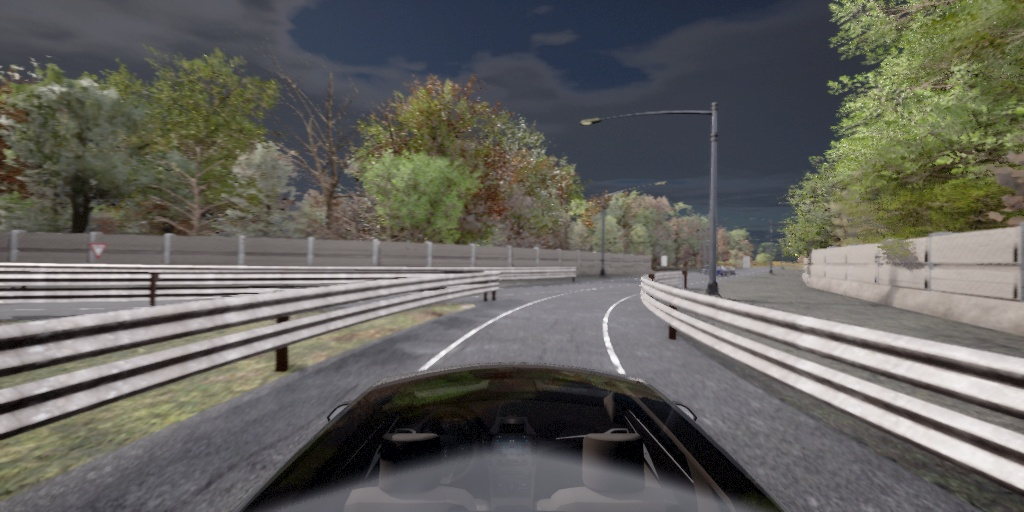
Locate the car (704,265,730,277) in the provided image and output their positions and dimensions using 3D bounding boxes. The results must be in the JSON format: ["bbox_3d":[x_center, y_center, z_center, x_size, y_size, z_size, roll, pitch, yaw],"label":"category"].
[{"bbox_3d":[31.184,2.183,54.393,2.097,1.767,4.553,1,-1,39],"label":"car"}]
